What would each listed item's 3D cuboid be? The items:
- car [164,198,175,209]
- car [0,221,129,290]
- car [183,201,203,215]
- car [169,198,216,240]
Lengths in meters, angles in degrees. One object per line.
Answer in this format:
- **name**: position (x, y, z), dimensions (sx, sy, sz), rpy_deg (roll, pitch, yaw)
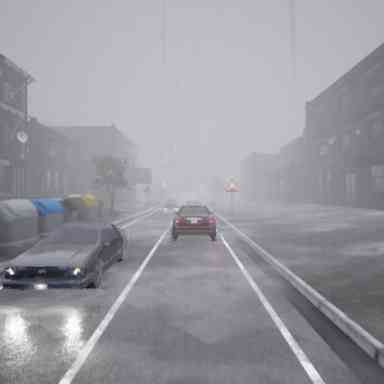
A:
- **car**: position (-3.080, 1.669, 49.710), dimensions (1.837, 1.490, 4.892), rpy_deg (0, 0, 0)
- **car**: position (-3.102, 1.564, 9.479), dimensions (2.033, 1.411, 5.357), rpy_deg (0, 0, 0)
- **car**: position (0.095, 1.635, 35.937), dimensions (2.033, 1.411, 5.357), rpy_deg (0, -1, 0)
- **car**: position (0.099, 1.397, 17.477), dimensions (2.097, 1.767, 4.553), rpy_deg (0, 0, 0)
